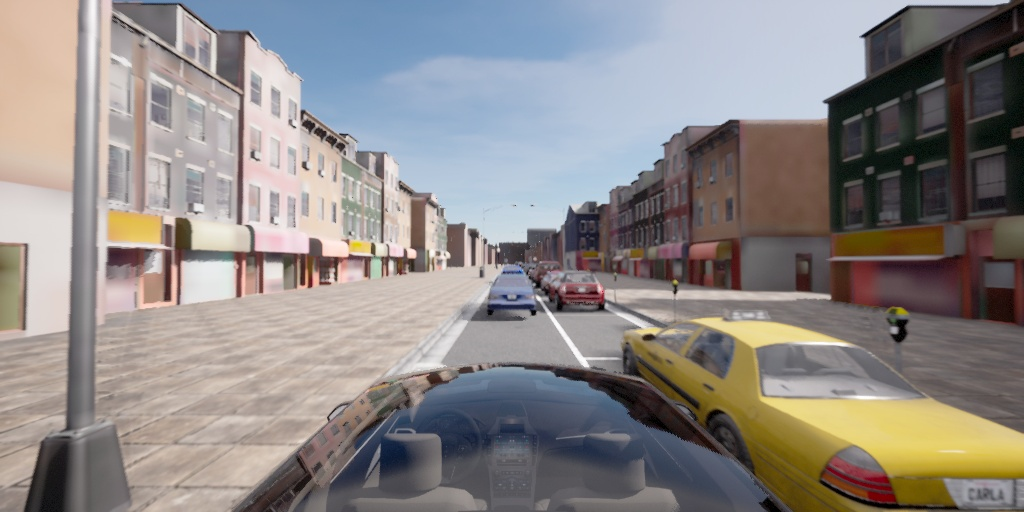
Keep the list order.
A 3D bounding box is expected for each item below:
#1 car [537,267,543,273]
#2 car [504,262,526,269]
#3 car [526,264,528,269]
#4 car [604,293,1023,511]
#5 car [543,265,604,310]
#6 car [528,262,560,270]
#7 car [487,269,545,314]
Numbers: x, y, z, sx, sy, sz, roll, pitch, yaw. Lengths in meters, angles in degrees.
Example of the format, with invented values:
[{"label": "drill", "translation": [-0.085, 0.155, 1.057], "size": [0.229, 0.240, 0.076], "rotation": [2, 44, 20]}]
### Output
[{"label": "car", "translation": [2.637, 1.539, 21.145], "size": [1.802, 1.307, 4.207], "rotation": [0, 0, 0]}, {"label": "car", "translation": [0.025, 1.550, 31.100], "size": [1.882, 1.535, 5.008], "rotation": [0, 0, 0]}, {"label": "car", "translation": [2.635, 1.740, 38.167], "size": [1.802, 1.307, 4.207], "rotation": [0, 0, 0]}, {"label": "car", "translation": [2.638, 1.300, 4.293], "size": [1.751, 1.417, 4.829], "rotation": [0, 0, 0]}, {"label": "car", "translation": [2.637, 1.334, 15.471], "size": [1.967, 1.591, 4.097], "rotation": [0, 0, 0]}, {"label": "car", "translation": [2.636, 1.337, 26.819], "size": [2.192, 1.841, 5.009], "rotation": [0, 0, 0]}, {"label": "car", "translation": [0.011, 1.431, 14.396], "size": [2.033, 1.411, 5.357], "rotation": [0, -1, 0]}]
